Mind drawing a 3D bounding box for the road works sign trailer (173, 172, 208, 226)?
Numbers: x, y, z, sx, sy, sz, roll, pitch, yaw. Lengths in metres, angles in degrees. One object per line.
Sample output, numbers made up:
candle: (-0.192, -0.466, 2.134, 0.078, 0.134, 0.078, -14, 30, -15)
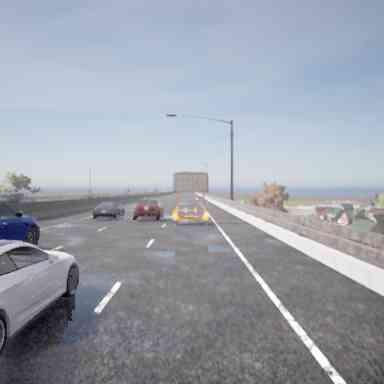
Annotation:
road works sign trailer: (-0.088, 0.409, 22.877, 2.380, 3.560, 2.880, 0, 0, 0)

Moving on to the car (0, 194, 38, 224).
car: (-6.941, 1.199, 10.472, 2.150, 2.045, 5.566, 0, 0, 0)

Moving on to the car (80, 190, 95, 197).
car: (-24.801, 0.627, 79.005, 2.150, 2.045, 5.566, 0, 0, 0)

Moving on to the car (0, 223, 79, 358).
car: (-3.421, 1.514, 5.520, 1.812, 1.442, 4.674, 0, 0, 0)

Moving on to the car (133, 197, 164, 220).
car: (-3.506, 1.285, 27.577, 2.097, 1.767, 4.553, 0, 0, 0)

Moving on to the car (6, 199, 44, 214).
car: (-17.726, 1.480, 35.574, 1.994, 1.385, 4.181, 0, 0, 0)

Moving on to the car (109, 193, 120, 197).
car: (-17.790, 1.037, 76.401, 1.812, 1.442, 4.674, 0, 0, 0)

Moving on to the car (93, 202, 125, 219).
car: (-7.009, 1.496, 28.364, 1.994, 1.385, 4.181, 0, 0, 0)
